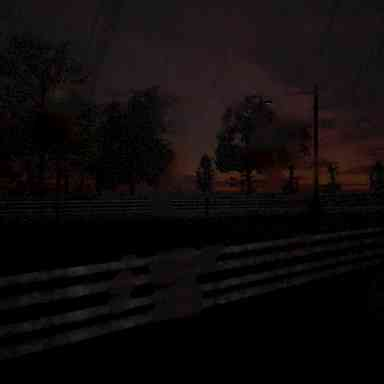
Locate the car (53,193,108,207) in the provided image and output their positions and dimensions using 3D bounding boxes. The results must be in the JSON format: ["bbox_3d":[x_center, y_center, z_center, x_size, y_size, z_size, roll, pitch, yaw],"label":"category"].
[{"bbox_3d":[-8.154,0.916,25.741,4.892,1.490,1.837,0,0,-22],"label":"car"}]

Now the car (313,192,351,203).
[{"bbox_3d":[15.663,0.871,38.740,4.674,1.442,1.812,0,0,-20],"label":"car"}]

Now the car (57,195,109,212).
[{"bbox_3d":[-9.480,0.969,28.980,4.181,1.385,1.994,0,0,-22],"label":"car"}]

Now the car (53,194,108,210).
[{"bbox_3d":[-10.805,0.918,32.219,4.892,1.490,1.837,0,0,-22],"label":"car"}]

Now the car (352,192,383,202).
[{"bbox_3d":[20.564,0.689,36.805,4.553,1.767,2.097,0,0,-20],"label":"car"}]
